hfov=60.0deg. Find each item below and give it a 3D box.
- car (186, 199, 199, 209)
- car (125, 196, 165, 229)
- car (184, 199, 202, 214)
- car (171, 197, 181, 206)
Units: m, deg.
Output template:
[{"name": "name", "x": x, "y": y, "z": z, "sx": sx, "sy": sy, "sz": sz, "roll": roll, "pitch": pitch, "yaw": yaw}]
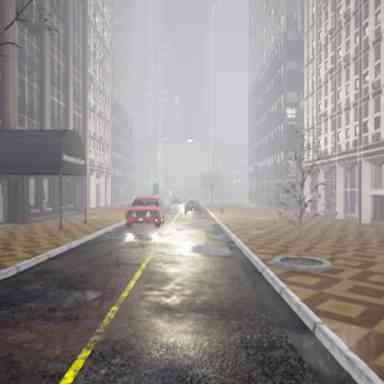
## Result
[{"name": "car", "x": 0.102, "y": 1.775, "z": 50.547, "sx": 1.812, "sy": 1.442, "sz": 4.674, "roll": 0, "pitch": 0, "yaw": 1}, {"name": "car", "x": -3.100, "y": 1.328, "z": 22.981, "sx": 2.150, "sy": 2.045, "sz": 5.566, "roll": 0, "pitch": 0, "yaw": 0}, {"name": "car", "x": 0.096, "y": 1.688, "z": 38.284, "sx": 1.837, "sy": 1.490, "sz": 4.892, "roll": 0, "pitch": 0, "yaw": 0}, {"name": "car", "x": -3.040, "y": 1.832, "z": 64.326, "sx": 1.837, "sy": 1.490, "sz": 4.892, "roll": 0, "pitch": 0, "yaw": 1}]
